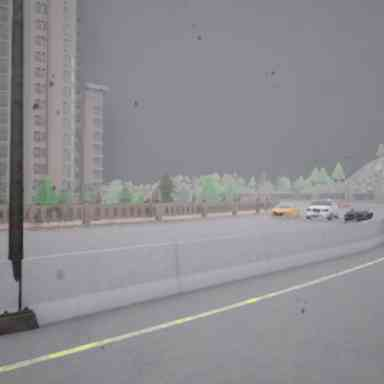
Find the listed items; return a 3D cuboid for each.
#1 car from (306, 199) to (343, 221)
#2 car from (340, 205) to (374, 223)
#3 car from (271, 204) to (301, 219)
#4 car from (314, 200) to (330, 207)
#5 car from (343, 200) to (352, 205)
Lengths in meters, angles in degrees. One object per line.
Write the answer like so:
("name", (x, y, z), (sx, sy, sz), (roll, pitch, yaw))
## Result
("car", (13.032, 1.711, 33.008), (2.150, 2.045, 5.566), (0, -1, 34))
("car", (14.859, 2.057, 29.512), (1.895, 1.301, 4.718), (0, -1, 35))
("car", (9.816, 1.962, 34.549), (1.882, 1.535, 5.008), (0, -1, 34))
("car", (27.739, 2.452, 70.964), (2.033, 1.411, 5.357), (0, -1, 9))
("car", (30.670, 2.479, 67.073), (2.097, 1.767, 4.553), (0, -1, 12))
